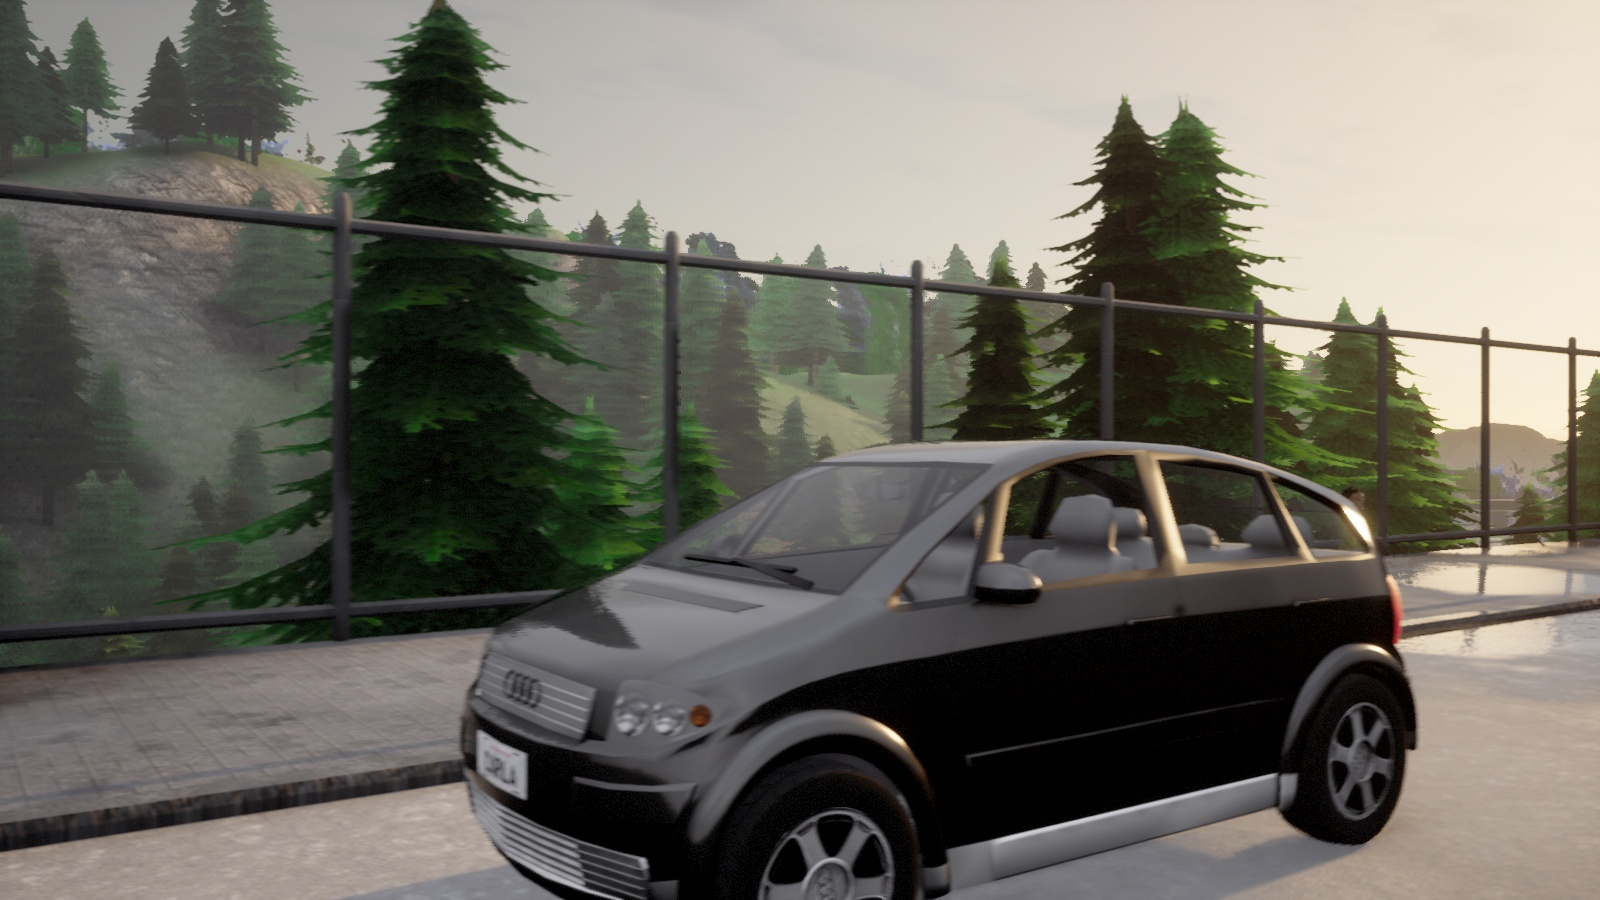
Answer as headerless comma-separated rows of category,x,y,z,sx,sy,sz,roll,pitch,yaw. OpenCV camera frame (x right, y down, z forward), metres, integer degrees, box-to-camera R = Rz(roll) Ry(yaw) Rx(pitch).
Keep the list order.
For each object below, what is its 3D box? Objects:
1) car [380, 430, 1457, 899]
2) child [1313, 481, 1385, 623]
car,0.577,0.734,4.668,3.705,1.549,1.789,0,0,-35
child,4.665,0.851,10.682,0.299,1.160,0.473,0,0,-27
